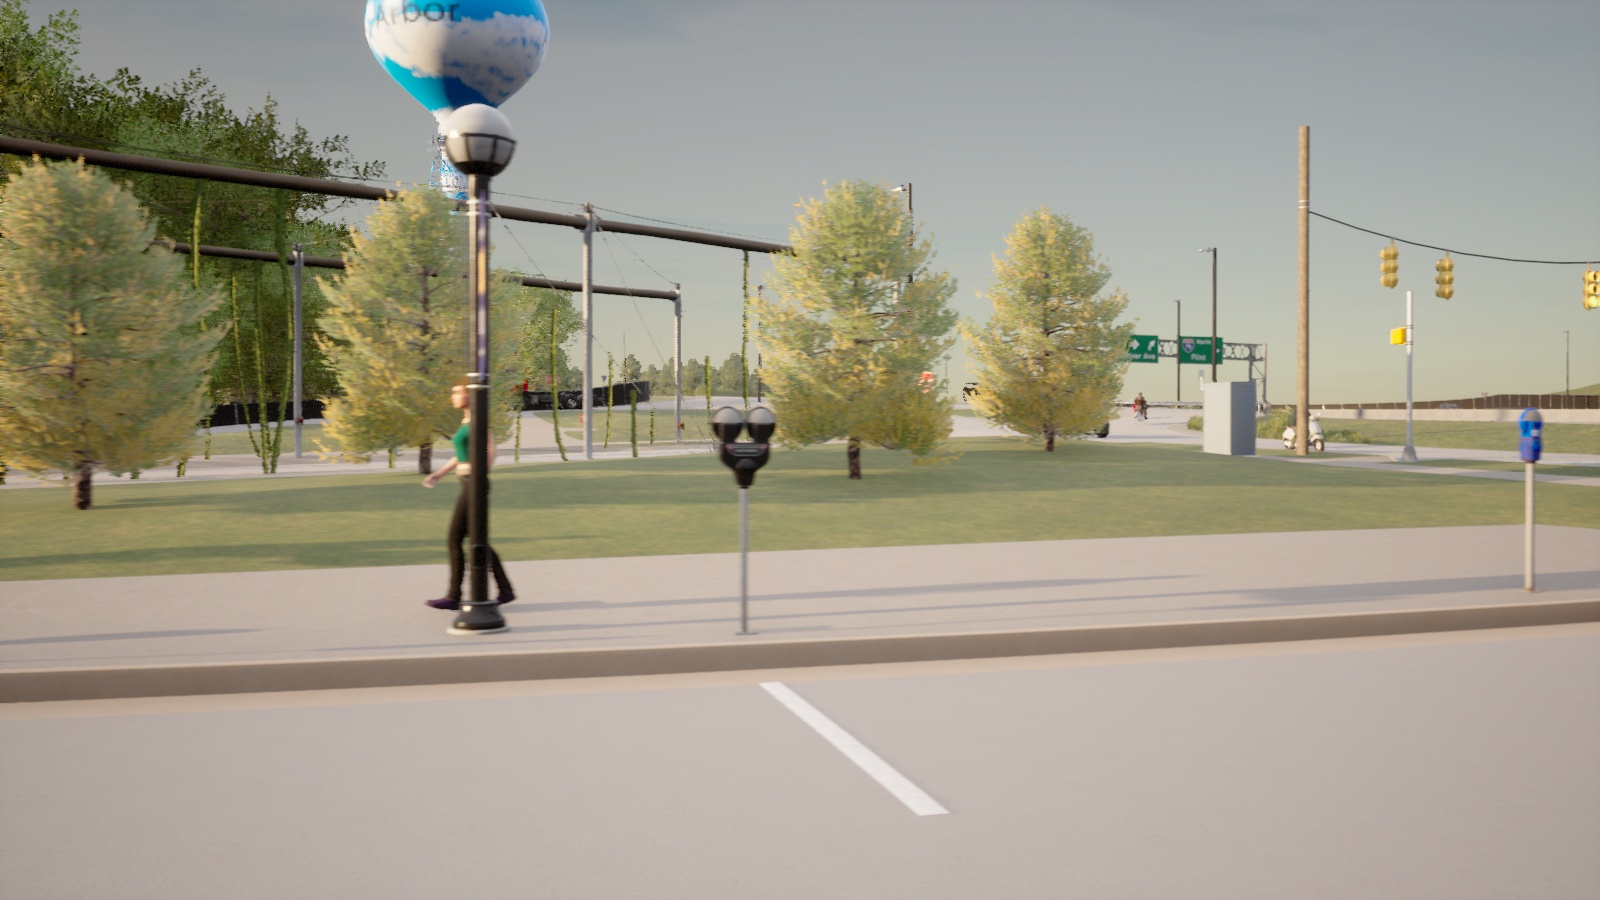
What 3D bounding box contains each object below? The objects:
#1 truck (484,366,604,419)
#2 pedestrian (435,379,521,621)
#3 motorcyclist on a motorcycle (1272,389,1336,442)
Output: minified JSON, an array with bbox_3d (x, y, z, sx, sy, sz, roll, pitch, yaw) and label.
[{"bbox_3d":[-18.695,-4.214,92.048,7.936,3.462,2.891,-4,2,-29],"label":"truck"},{"bbox_3d":[-2.510,0.373,9.774,0.594,1.836,0.345,-1,0,-17],"label":"pedestrian"},{"bbox_3d":[15.687,-1.080,39.119,0.866,1.590,1.817,-1,2,-18],"label":"motorcyclist on a motorcycle"}]
